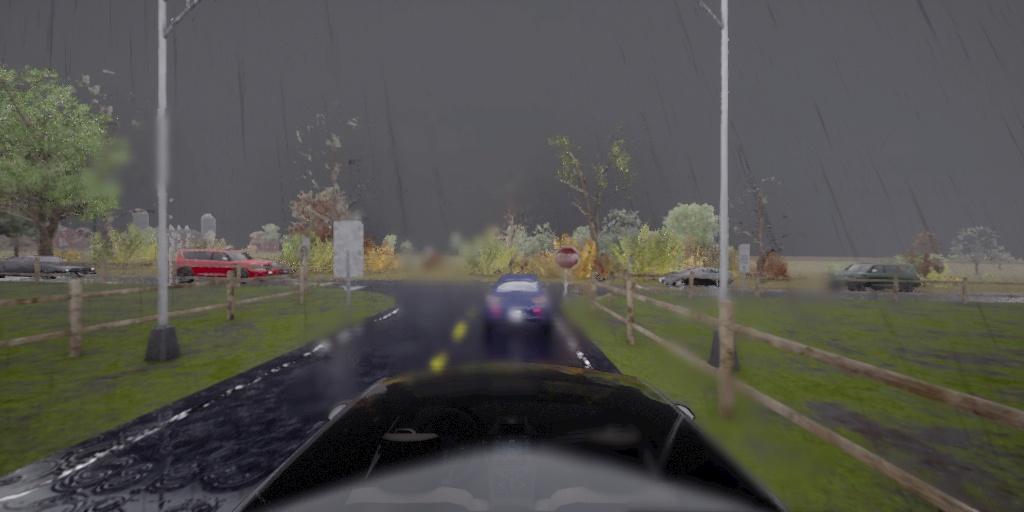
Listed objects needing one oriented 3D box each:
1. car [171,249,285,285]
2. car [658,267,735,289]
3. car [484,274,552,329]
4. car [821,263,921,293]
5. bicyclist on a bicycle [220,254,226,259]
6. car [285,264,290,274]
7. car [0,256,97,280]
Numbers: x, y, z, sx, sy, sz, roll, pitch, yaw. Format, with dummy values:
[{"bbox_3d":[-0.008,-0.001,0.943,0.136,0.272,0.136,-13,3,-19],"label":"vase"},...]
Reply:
[{"bbox_3d":[-17.602,0.611,22.066,5.566,2.045,2.150,1,1,0],"label":"car"},{"bbox_3d":[12.796,1.493,24.999,4.902,1.511,2.128,1,1,0],"label":"car"},{"bbox_3d":[0.244,1.263,11.101,1.812,1.442,4.674,0,0,3],"label":"car"},{"bbox_3d":[24.935,1.484,24.988,5.566,2.045,2.150,1,1,0],"label":"car"},{"bbox_3d":[-22.597,0.669,28.062,0.582,1.620,1.656,1,0,0],"label":"bicyclist on a bicycle"},{"bbox_3d":[-18.124,0.863,25.047,4.674,1.442,1.812,1,1,0],"label":"car"},{"bbox_3d":[-29.119,0.687,22.081,5.357,1.411,2.033,1,1,0],"label":"car"}]
